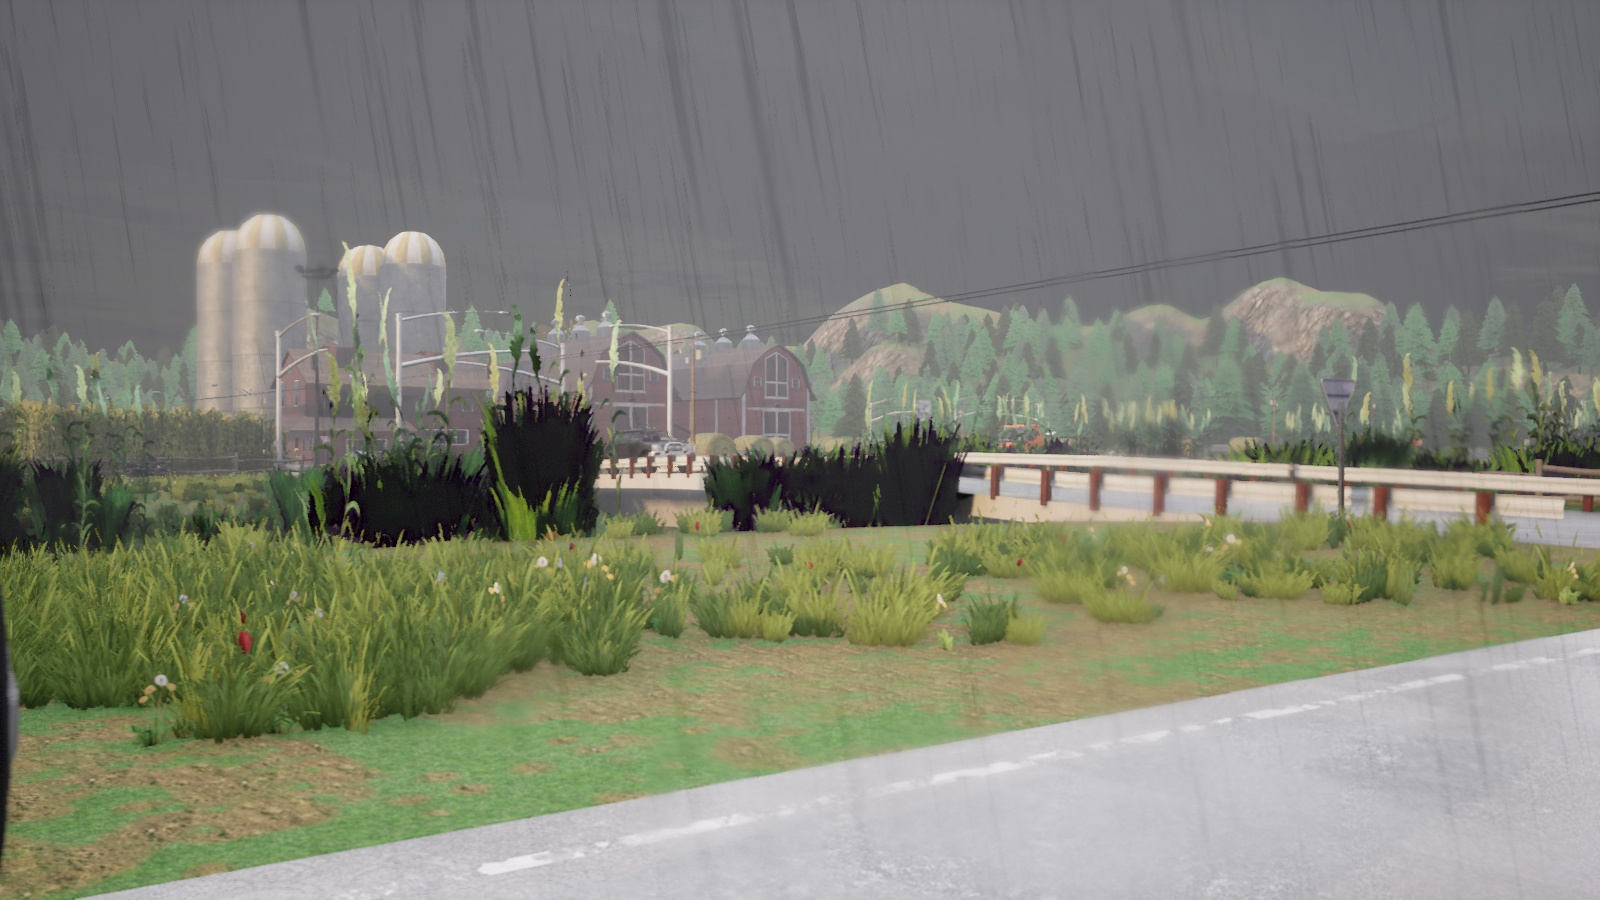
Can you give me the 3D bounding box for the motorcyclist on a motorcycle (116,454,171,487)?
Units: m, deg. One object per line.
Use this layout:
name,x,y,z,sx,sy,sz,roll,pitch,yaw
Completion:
motorcyclist on a motorcycle,-31.605,0.963,60.445,2.191,1.530,0.866,0,0,-41

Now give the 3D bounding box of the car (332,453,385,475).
car,-30.378,0.934,86.321,1.837,1.490,4.892,0,0,-41

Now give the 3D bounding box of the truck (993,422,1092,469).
truck,18.473,-0.339,95.450,7.936,3.462,2.891,0,0,-38

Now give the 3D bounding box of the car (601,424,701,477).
car,-5.859,0.061,49.021,1.932,1.855,4.605,0,-2,-34
